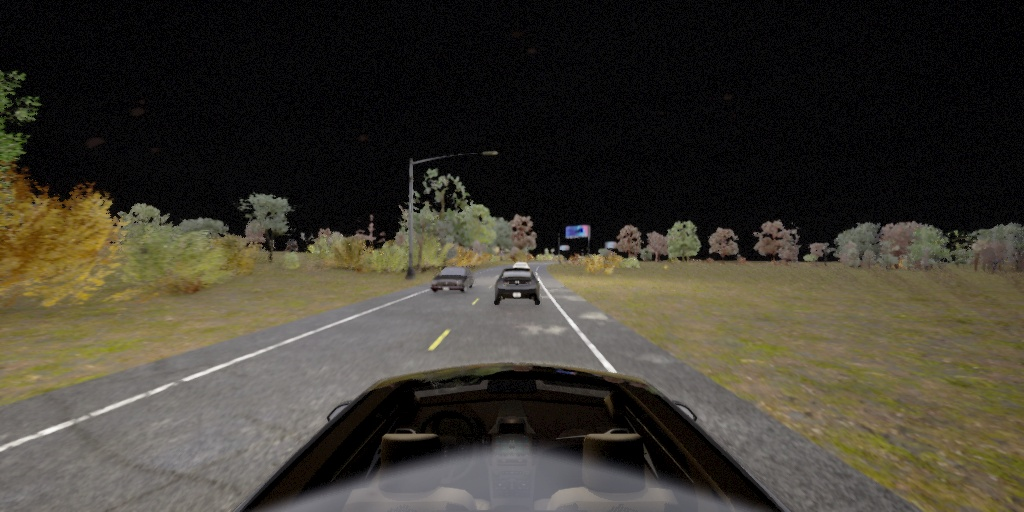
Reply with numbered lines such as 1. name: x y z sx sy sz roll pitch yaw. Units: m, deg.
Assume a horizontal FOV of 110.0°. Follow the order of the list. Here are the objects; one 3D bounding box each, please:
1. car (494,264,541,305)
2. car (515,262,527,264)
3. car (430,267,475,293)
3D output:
1. car: 0.247 1.281 16.314 1.837 1.490 4.892 0 -1 1
2. car: 0.933 1.354 36.114 1.812 1.442 4.674 0 0 3
3. car: -3.326 1.328 21.150 2.033 1.411 5.357 0 0 2
